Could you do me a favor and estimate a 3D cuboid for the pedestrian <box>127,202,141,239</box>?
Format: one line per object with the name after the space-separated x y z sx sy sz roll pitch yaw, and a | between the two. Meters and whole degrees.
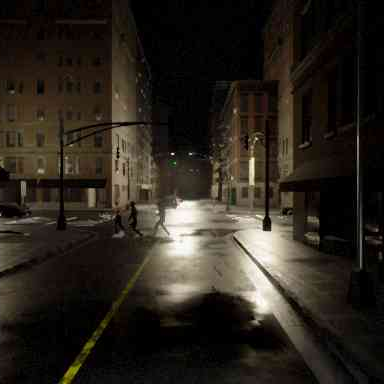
-2.741 1.290 15.765 0.375 1.860 0.375 0 0 0 | pedestrian

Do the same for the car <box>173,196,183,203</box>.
-2.931 1.565 69.176 1.895 1.301 4.718 0 0 0 | car

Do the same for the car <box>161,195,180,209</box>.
-3.050 1.334 43.962 2.097 1.767 4.553 0 0 -1 | car

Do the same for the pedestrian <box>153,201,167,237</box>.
-1.582 1.287 16.461 0.375 1.860 0.375 0 0 0 | pedestrian

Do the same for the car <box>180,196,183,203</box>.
-3.059 1.327 54.173 2.097 1.767 4.553 0 0 0 | car

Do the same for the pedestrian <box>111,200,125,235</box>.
-3.804 1.287 17.060 0.375 1.860 0.375 0 0 0 | pedestrian

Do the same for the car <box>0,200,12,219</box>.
-15.444 1.278 22.757 4.892 1.490 1.837 1 0 0 | car

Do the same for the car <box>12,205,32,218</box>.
-15.491 1.319 26.015 5.357 1.411 2.033 1 0 1 | car

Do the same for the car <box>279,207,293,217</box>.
10.977 1.794 32.619 4.718 1.301 1.895 1 0 0 | car
